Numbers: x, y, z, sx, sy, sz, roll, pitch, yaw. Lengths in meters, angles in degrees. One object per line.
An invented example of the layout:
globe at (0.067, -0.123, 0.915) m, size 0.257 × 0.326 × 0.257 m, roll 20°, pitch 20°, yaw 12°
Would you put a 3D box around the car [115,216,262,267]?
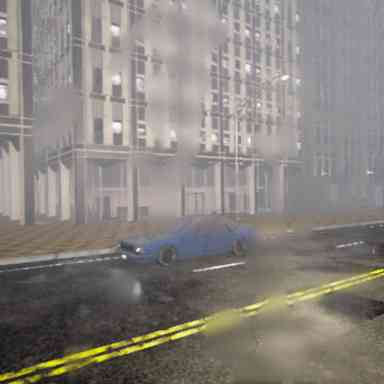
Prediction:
car at (0.092, 1.591, 11.740) m, size 5.357 × 1.411 × 2.033 m, roll 0°, pitch 0°, yaw -36°
